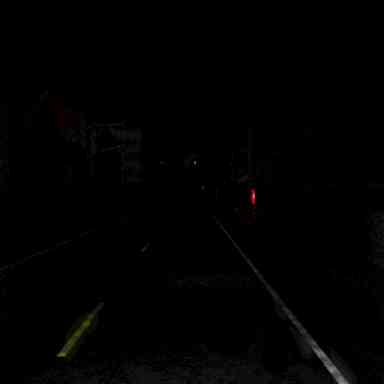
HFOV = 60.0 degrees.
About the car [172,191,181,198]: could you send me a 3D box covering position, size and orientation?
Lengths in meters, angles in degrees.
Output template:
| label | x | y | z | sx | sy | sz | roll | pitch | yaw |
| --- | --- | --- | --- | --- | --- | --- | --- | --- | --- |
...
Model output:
| label | x | y | z | sx | sy | sz | roll | pitch | yaw |
| --- | --- | --- | --- | --- | --- | --- | --- | --- | --- |
| car | -3.599 | 0.487 | 79.247 | 2.097 | 1.767 | 4.553 | 0 | 1 | 0 |
